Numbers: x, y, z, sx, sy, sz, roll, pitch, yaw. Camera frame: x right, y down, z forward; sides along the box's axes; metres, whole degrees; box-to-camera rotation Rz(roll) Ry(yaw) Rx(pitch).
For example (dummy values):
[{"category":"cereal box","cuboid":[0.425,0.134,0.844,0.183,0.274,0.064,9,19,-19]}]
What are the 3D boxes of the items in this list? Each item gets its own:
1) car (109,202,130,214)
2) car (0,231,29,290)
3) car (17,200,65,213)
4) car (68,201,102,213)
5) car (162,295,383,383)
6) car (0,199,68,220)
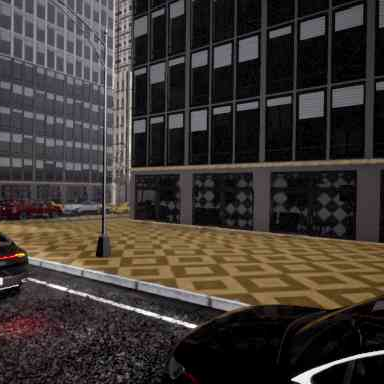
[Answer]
[{"category":"car","cuboid":[-7.351,1.830,38.865,1.752,1.417,4.829,1,0,37]},{"category":"car","cuboid":[-5.748,1.500,7.814,4.892,1.490,1.837,0,0,36]},{"category":"car","cuboid":[-17.645,1.643,39.065,1.752,1.417,4.829,1,0,37]},{"category":"car","cuboid":[-13.173,1.795,40.724,1.895,1.301,4.718,1,0,37]},{"category":"car","cuboid":[1.968,1.505,2.271,4.892,1.490,1.837,0,0,36]},{"category":"car","cuboid":[-14.181,1.519,29.677,2.192,1.841,5.009,1,0,37]}]
